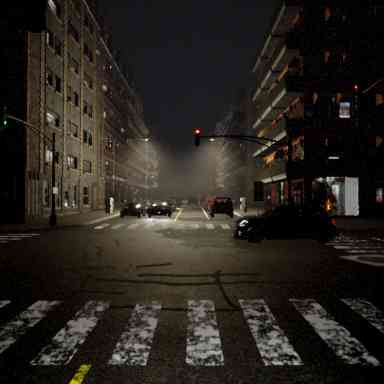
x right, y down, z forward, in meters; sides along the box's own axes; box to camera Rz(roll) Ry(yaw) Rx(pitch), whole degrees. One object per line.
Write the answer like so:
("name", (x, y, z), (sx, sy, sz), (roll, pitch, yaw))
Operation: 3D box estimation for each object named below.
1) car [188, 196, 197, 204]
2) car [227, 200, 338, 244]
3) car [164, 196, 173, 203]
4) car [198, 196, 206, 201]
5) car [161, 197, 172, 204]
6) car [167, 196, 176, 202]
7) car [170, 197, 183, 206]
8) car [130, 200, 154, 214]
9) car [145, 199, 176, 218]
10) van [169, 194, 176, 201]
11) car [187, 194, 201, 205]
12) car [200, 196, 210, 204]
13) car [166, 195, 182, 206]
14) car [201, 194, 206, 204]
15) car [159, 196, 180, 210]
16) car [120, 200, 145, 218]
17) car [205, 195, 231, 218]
("car", (0.135, 1.600, 70.384), (1.882, 1.535, 5.008), (0, 0, 0))
("car", (4.145, 1.375, 15.362), (4.553, 1.767, 2.097), (0, -1, 0))
("car", (-5.235, 1.671, 74.487), (1.752, 1.417, 4.829), (1, 0, 0))
("car", (2.659, 1.813, 91.375), (1.947, 1.339, 4.313), (1, 0, 0))
("car", (-5.240, 1.667, 69.095), (2.008, 1.369, 4.403), (1, 0, 0))
("car", (-5.226, 1.764, 85.786), (2.008, 1.369, 4.403), (1, 0, 0))
("car", (-2.695, 1.619, 59.603), (2.033, 1.411, 5.357), (0, 0, 0))
("car", (-5.267, 1.581, 35.724), (1.947, 1.339, 4.313), (1, 0, 0))
("car", (-2.812, 1.575, 30.428), (1.994, 1.385, 4.181), (0, 0, 0))
("van", (-5.217, 1.589, 91.351), (1.690, 1.788, 3.998), (1, 0, 0))
("car", (0.159, 1.550, 59.945), (1.882, 1.535, 5.008), (0, 0, 0))
("car", (2.641, 1.556, 69.124), (1.967, 1.590, 4.097), (1, 0, 0))
("car", (-2.734, 1.601, 49.242), (1.994, 1.385, 4.181), (0, 0, 1))
("car", (2.621, 1.336, 41.326), (2.192, 1.841, 5.009), (1, 0, 0))
("car", (-2.796, 1.523, 39.308), (1.837, 1.490, 4.892), (0, 0, 0))
("car", (-5.272, 1.577, 30.162), (1.947, 1.339, 4.313), (1, 0, 0))
("car", (2.612, 1.326, 30.201), (2.192, 1.841, 5.009), (1, 0, 0))
